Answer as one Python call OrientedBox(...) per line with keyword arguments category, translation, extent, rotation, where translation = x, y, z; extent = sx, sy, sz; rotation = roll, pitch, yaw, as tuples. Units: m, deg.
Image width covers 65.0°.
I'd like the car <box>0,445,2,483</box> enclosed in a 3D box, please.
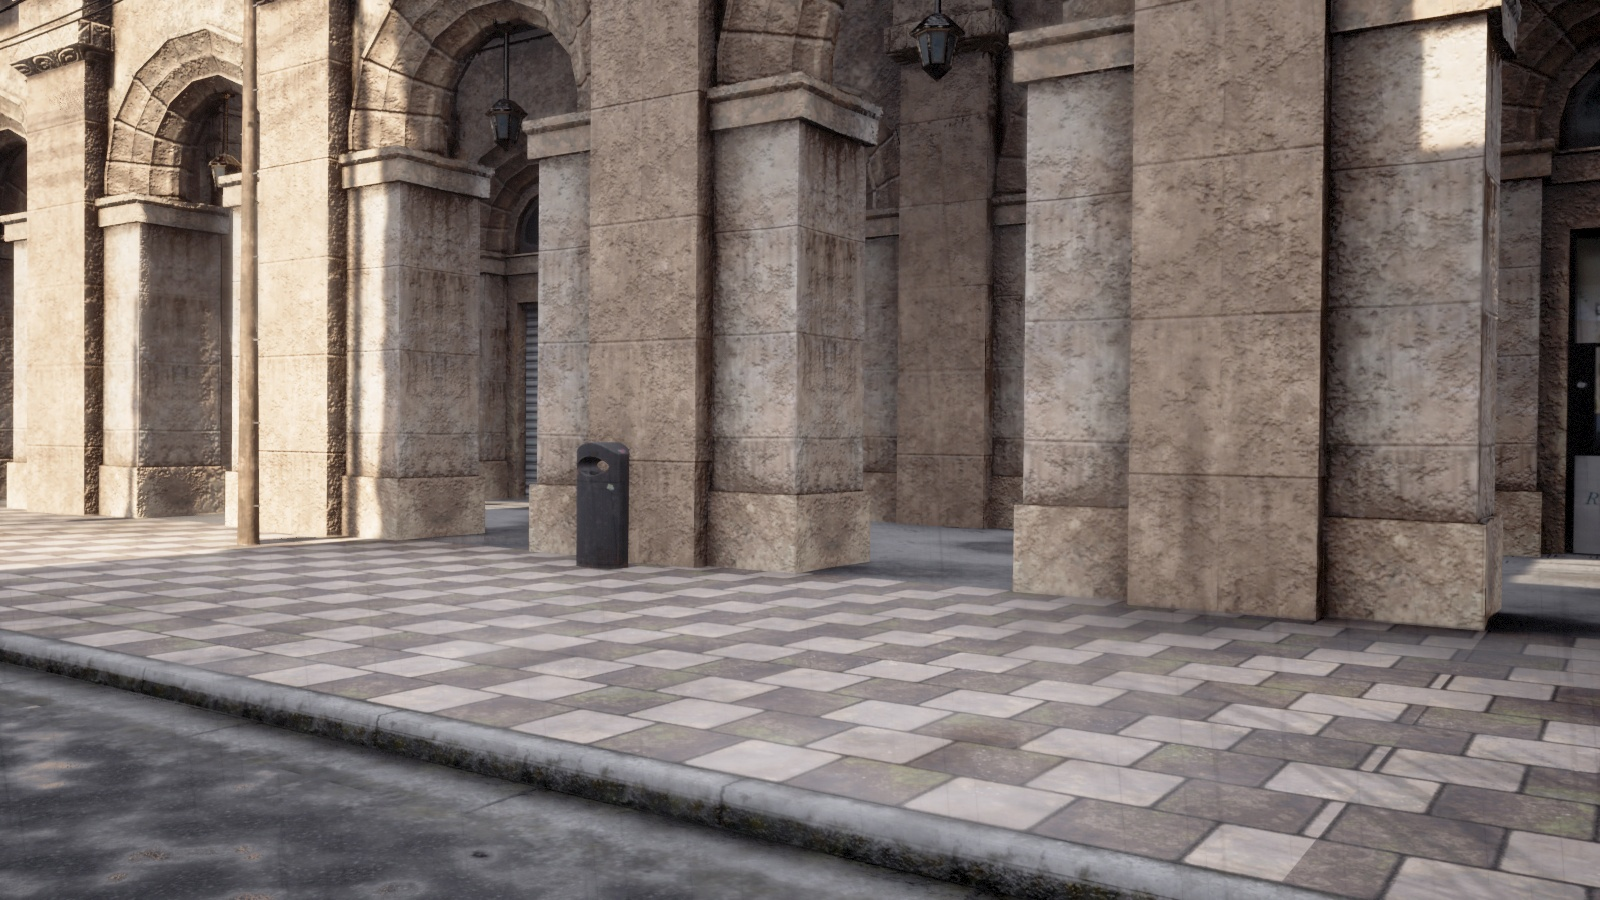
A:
OrientedBox(category="car", translation=(-30.009, 0.524, 42.477), extent=(1.895, 1.301, 4.718), rotation=(0, 1, 34))
